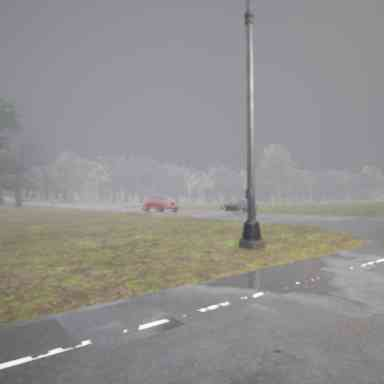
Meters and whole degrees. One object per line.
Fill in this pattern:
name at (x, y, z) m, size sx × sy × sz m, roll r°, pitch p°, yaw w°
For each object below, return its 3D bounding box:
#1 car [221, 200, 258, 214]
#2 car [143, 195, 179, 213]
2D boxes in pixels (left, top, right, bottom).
car at (5.282, 1.652, 38.014) m, size 2.128 × 1.511 × 4.902 m, roll 1°, pitch -2°, yaw -36°
car at (-3.662, 1.345, 38.491) m, size 2.150 × 2.045 × 5.566 m, roll 1°, pitch -2°, yaw -36°
